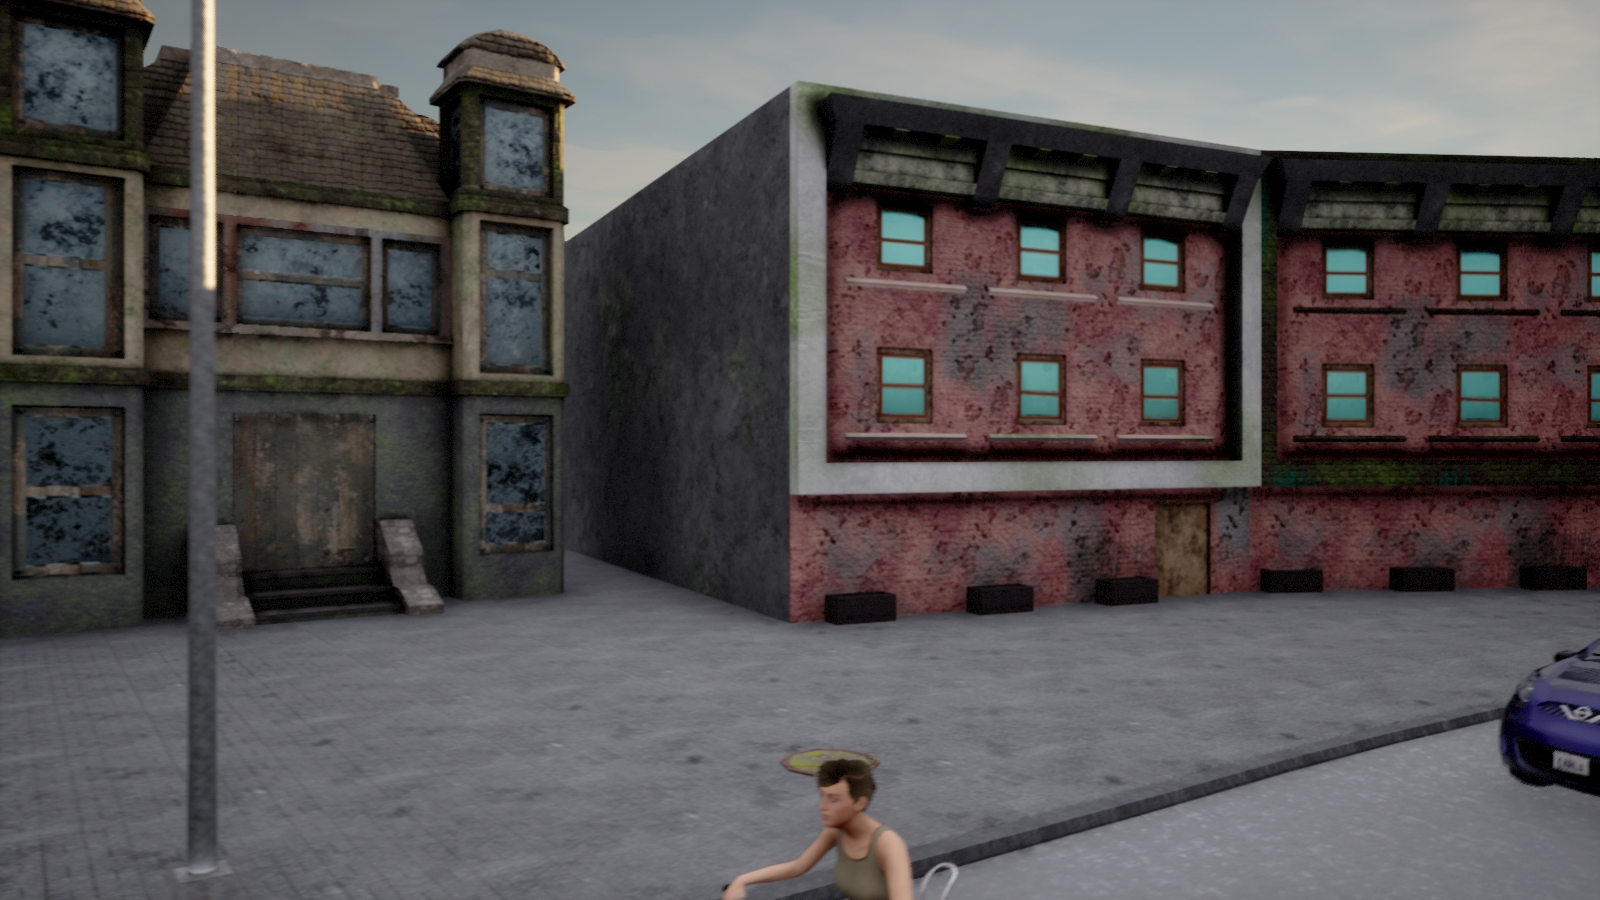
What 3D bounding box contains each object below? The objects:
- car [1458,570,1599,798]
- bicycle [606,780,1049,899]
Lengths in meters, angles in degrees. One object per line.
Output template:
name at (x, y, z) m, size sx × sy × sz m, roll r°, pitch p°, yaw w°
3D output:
car at (7.495, 1.819, 9.331) m, size 3.633 × 1.501 × 1.845 m, roll 0°, pitch 0°, yaw -23°
bicycle at (0.121, 2.036, 4.399) m, size 1.487 × 1.080 × 0.859 m, roll 0°, pitch 0°, yaw -35°
